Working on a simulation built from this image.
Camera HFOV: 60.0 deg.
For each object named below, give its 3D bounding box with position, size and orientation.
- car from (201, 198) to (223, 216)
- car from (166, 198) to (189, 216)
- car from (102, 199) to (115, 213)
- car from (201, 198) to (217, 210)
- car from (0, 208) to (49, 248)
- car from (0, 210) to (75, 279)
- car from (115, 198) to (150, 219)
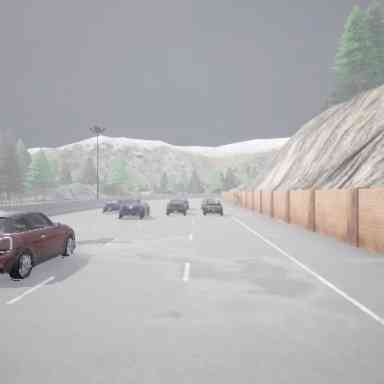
[{"bbox_3d":[2.012,1.491,32.766,2.128,1.511,4.902,0,0,1],"label":"car"},{"bbox_3d":[-1.486,1.505,32.954,1.837,1.490,4.892,0,0,0],"label":"car"},{"bbox_3d":[-8.440,1.525,36.563,1.812,1.442,4.674,0,0,1],"label":"car"},{"bbox_3d":[2.148,1.525,43.215,1.812,1.442,4.674,0,0,1],"label":"car"},{"bbox_3d":[-8.722,1.547,15.141,2.033,1.411,5.357,0,0,1],"label":"car"},{"bbox_3d":[-5.289,1.352,10.171,2.097,1.767,4.553,0,0,1],"label":"car"},{"bbox_3d":[-5.030,1.351,29.593,2.097,1.767,4.553,0,0,1],"label":"car"}]
